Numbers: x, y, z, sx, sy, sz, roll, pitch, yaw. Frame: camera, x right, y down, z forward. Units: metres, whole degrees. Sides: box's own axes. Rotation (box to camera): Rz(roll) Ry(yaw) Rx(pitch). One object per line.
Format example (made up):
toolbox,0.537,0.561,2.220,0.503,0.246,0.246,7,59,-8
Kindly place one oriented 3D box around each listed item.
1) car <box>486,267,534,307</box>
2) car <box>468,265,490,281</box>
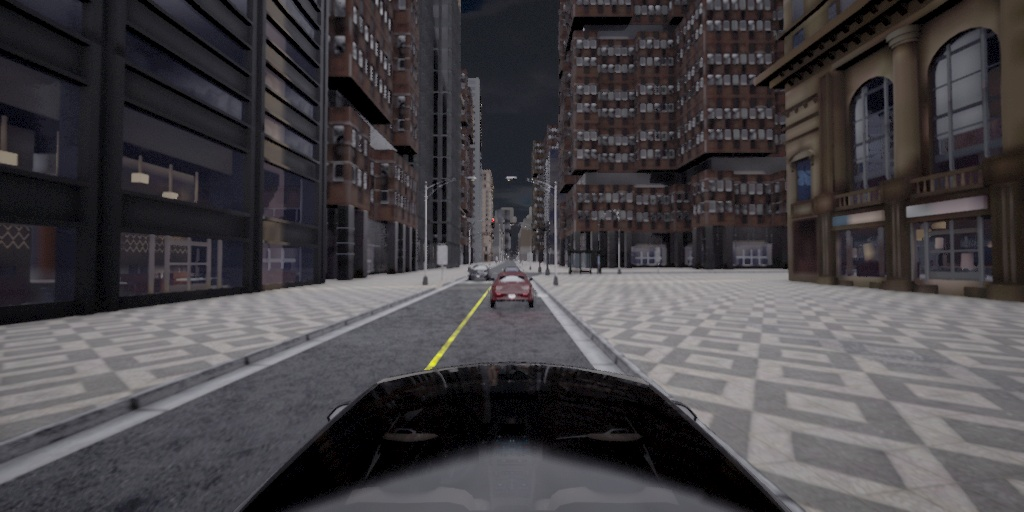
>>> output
car,-0.001,1.411,16.239,1.812,1.442,4.674,0,0,0
car,-3.014,1.579,34.200,1.812,1.442,4.674,0,-1,0
